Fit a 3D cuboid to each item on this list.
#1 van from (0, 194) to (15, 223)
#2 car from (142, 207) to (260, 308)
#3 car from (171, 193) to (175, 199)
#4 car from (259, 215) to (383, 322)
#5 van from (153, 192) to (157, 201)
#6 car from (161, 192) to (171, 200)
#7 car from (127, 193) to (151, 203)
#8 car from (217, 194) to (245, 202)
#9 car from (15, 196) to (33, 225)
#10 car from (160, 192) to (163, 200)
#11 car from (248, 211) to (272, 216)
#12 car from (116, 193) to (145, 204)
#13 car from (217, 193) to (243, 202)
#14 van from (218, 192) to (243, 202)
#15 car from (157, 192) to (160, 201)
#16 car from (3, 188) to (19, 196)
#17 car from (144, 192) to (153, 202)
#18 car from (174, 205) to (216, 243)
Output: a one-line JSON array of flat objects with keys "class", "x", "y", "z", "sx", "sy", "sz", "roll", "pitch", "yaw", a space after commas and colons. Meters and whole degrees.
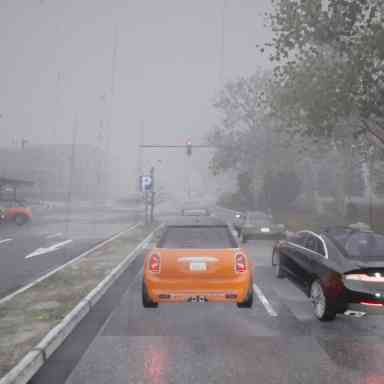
[{"class": "van", "x": -13.622, "y": 1.296, "z": 20.240, "sx": 4.442, "sy": 1.987, "sz": 1.878, "roll": -1, "pitch": 0, "yaw": -20}, {"class": "car", "x": 0.104, "y": 1.363, "z": 8.121, "sx": 2.097, "sy": 1.767, "sz": 4.553, "roll": 0, "pitch": 0, "yaw": 0}, {"class": "car", "x": -8.084, "y": 1.063, "z": 87.969, "sx": 5.566, "sy": 2.045, "sz": 2.435, "roll": -1, "pitch": 0, "yaw": -12}, {"class": "car", "x": 3.102, "y": 1.501, "z": 7.244, "sx": 2.128, "sy": 1.511, "sz": 4.902, "roll": 0, "pitch": 0, "yaw": 0}, {"class": "van", "x": -10.306, "y": 1.092, "z": 70.011, "sx": 4.442, "sy": 1.987, "sz": 1.878, "roll": -1, "pitch": 0, "yaw": -14}, {"class": "car", "x": -8.532, "y": 1.356, "z": 84.963, "sx": 4.674, "sy": 1.452, "sz": 2.002, "roll": -1, "pitch": 0, "yaw": -12}, {"class": "car", "x": -10.768, "y": 1.195, "z": 66.971, "sx": 4.553, "sy": 1.767, "sz": 2.185, "roll": -1, "pitch": 0, "yaw": -14}, {"class": "car", "x": 8.138, "y": 1.262, "z": 69.602, "sx": 5.366, "sy": 1.575, "sz": 1.946, "roll": 1, "pitch": 0, "yaw": -13}, {"class": "car", "x": -13.649, "y": 1.402, "z": 23.217, "sx": 4.553, "sy": 1.767, "sz": 2.185, "roll": -1, "pitch": 0, "yaw": -19}, {"class": "car", "x": -9.711, "y": 1.358, "z": 75.978, "sx": 4.674, "sy": 1.452, "sz": 2.002, "roll": -1, "pitch": 0, "yaw": -13}, {"class": "car", "x": 3.145, "y": 1.587, "z": 16.157, "sx": 1.994, "sy": 1.385, "sz": 4.181, "roll": 0, "pitch": 0, "yaw": 1}, {"class": "car", "x": -11.501, "y": 1.357, "z": 61.026, "sx": 4.792, "sy": 1.488, "sz": 2.163, "roll": -1, "pitch": 0, "yaw": -15}, {"class": "car", "x": 7.605, "y": 1.140, "z": 66.608, "sx": 4.553, "sy": 1.767, "sz": 2.185, "roll": 1, "pitch": 0, "yaw": -14}, {"class": "van", "x": 7.224, "y": 1.041, "z": 63.638, "sx": 4.442, "sy": 1.987, "sz": 1.878, "roll": 1, "pitch": 0, "yaw": -14}, {"class": "car", "x": -10.081, "y": 1.320, "z": 72.982, "sx": 4.892, "sy": 1.521, "sz": 2.231, "roll": -1, "pitch": 0, "yaw": -14}, {"class": "car", "x": -28.213, "y": 0.136, "z": 51.878, "sx": 2.002, "sy": 1.452, "sz": 4.674, "roll": 6, "pitch": -3, "yaw": -19}, {"class": "car", "x": -10.859, "y": 1.314, "z": 64.018, "sx": 5.366, "sy": 1.575, "sz": 1.946, "roll": -1, "pitch": 0, "yaw": -15}, {"class": "car", "x": 0.154, "y": 1.531, "z": 17.207, "sx": 1.837, "sy": 1.490, "sz": 4.892, "roll": 0, "pitch": 0, "yaw": 1}]
